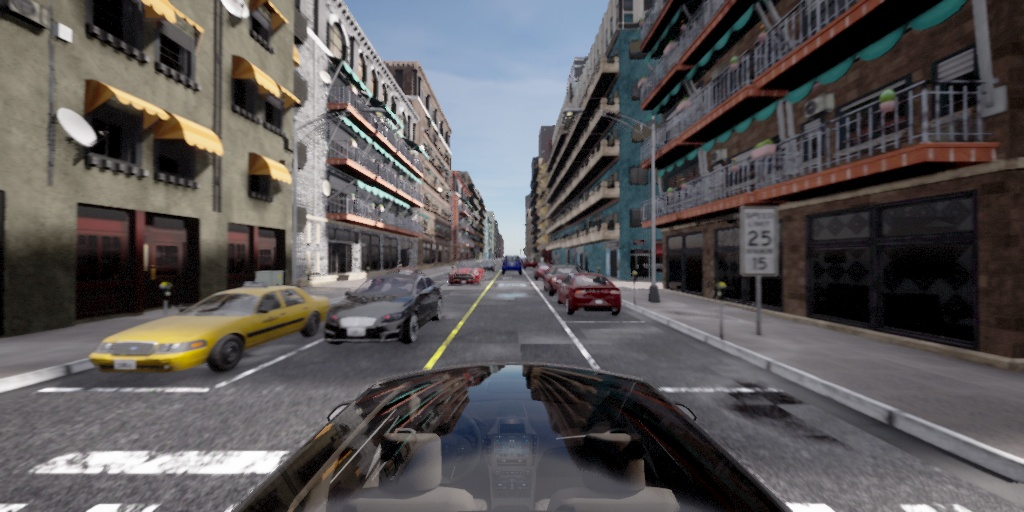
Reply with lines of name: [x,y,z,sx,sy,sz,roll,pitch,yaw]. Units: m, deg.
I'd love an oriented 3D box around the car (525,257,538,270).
car: [2.695,1.019,52.017,2.192,1.841,5.009,0,0,0]

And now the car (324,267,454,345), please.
car: [-3.097,1.232,9.583,2.128,1.511,4.902,0,0,0]

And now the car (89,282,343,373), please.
car: [-5.689,1.269,7.673,1.751,1.417,4.829,0,0,0]

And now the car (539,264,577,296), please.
car: [2.693,1.173,18.875,1.967,1.591,4.097,0,0,0]

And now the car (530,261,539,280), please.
car: [2.693,1.305,29.922,1.802,1.307,4.207,0,0,0]

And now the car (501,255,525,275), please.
car: [0.004,0.937,38.808,2.150,2.045,5.566,0,0,0]

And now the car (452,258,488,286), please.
car: [-3.092,1.079,25.208,2.097,1.767,4.553,0,0,0]

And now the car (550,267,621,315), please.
car: [2.692,1.283,13.351,1.888,1.381,4.507,0,0,0]

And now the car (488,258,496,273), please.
car: [-2.998,1.266,43.792,1.837,1.490,4.892,0,0,0]
